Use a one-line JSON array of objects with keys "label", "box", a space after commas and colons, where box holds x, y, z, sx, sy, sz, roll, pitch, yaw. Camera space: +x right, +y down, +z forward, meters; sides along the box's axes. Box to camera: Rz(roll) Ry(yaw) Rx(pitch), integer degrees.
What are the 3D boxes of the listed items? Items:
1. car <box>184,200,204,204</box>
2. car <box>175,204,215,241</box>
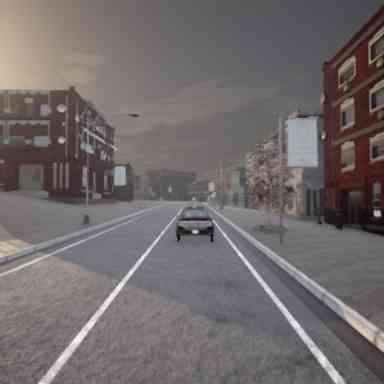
[{"label": "car", "box": [0.211, 1.616, 35.792, 2.097, 1.767, 4.553, 0, 0, 0]}, {"label": "car", "box": [0.154, 1.598, 17.442, 2.128, 1.511, 4.902, 0, 0, 0]}]
